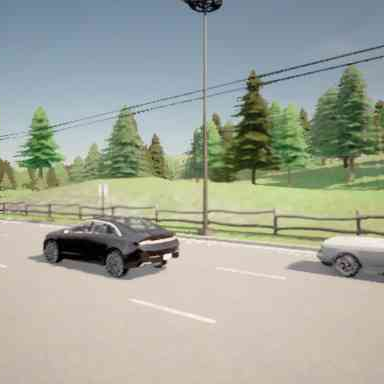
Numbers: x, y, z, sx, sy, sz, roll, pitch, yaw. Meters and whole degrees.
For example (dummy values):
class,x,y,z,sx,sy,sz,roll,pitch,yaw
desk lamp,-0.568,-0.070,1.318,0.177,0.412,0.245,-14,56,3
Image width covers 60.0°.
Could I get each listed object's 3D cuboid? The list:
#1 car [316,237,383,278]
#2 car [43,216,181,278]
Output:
class,x,y,z,sx,sy,sz,roll,pitch,yaw
car,5.763,1.593,8.481,4.718,1.301,1.895,0,0,35
car,-2.610,1.487,10.154,4.902,1.511,2.128,0,0,35
